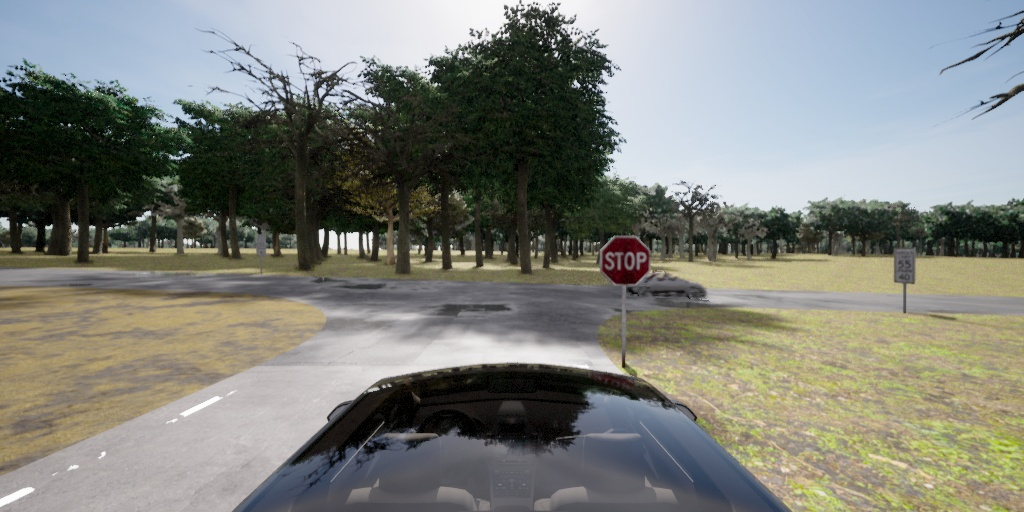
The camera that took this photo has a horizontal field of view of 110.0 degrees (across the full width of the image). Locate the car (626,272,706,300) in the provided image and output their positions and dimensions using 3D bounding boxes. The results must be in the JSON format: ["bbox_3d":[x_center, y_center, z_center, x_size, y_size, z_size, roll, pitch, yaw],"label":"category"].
[{"bbox_3d":[8.400,1.623,19.940,4.181,1.385,1.994,2,1,-1],"label":"car"}]
